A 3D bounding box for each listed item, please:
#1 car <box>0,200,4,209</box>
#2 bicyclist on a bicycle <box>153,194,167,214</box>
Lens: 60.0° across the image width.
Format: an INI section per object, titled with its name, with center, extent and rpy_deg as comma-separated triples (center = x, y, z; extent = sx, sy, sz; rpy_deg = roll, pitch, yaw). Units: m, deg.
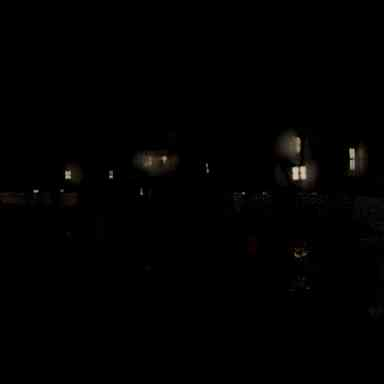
[car]
center = -23.803, 1.284, 38.234
extent = 4.902, 1.511, 2.128
rpy_deg = 0, 3, 28
[bicyclist on a bicycle]
center = -2.712, 0.999, 28.204
extent = 0.582, 1.620, 1.656
rpy_deg = 0, 3, 38
